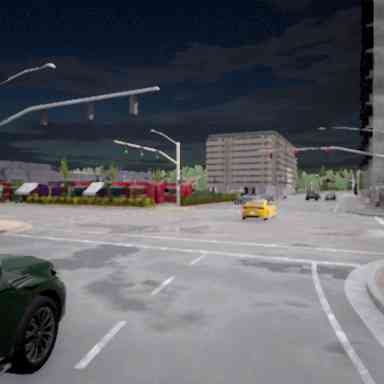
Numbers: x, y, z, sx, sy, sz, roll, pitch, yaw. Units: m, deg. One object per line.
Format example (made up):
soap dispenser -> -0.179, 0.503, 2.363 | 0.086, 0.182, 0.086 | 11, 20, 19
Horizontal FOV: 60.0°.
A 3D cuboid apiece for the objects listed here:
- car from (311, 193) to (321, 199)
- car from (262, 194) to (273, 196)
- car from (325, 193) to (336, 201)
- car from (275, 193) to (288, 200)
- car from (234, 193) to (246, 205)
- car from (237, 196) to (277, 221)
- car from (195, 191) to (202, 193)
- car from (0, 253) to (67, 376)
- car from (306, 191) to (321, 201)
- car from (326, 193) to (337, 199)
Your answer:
car -> 29.601, 0.890, 79.477 | 1.994, 1.385, 4.181 | 0, 0, 25
car -> 14.157, 1.090, 62.660 | 1.837, 1.490, 4.892 | 0, 0, 25
car -> 28.502, 1.100, 68.682 | 2.128, 1.511, 4.902 | 0, 0, 25
car -> 20.619, 1.013, 76.683 | 2.128, 1.511, 4.902 | 0, 0, 25
car -> 7.535, 1.234, 48.328 | 1.994, 1.385, 4.181 | 0, 1, 25
car -> 5.372, 1.349, 26.364 | 1.882, 1.535, 5.008 | 0, 0, 24
car -> 0.701, 0.591, 85.500 | 4.605, 1.855, 1.932 | 0, 0, 25
car -> -3.086, 1.192, 2.492 | 2.150, 2.045, 5.566 | 0, 0, 6
car -> 25.163, 0.782, 69.793 | 2.150, 2.045, 5.566 | 0, 0, 25
car -> 32.782, 0.897, 78.019 | 2.033, 1.411, 5.357 | 0, 0, 25
